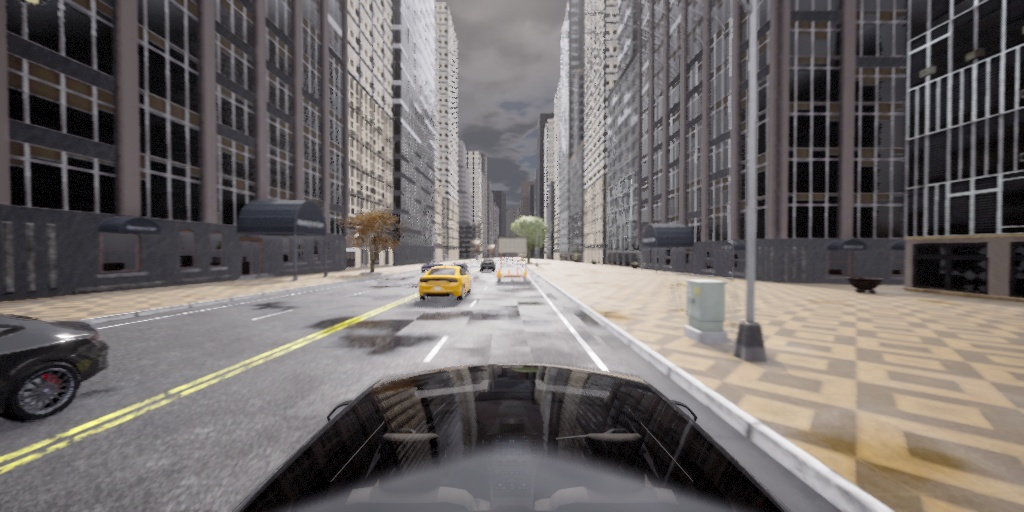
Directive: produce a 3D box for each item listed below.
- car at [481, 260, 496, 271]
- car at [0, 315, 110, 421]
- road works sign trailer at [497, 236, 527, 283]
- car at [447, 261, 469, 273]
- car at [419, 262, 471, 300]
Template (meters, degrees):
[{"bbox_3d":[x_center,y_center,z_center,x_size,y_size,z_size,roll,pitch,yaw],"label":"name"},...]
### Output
[{"bbox_3d":[-3.139,1.256,47.966,1.837,1.490,4.892,0,0,0],"label":"car"},{"bbox_3d":[-6.597,1.276,3.117,1.812,1.442,4.674,0,0,0],"label":"car"},{"bbox_3d":[0.024,0.215,28.337,2.380,3.560,2.880,0,0,1],"label":"road works sign trailer"},{"bbox_3d":[-6.562,1.352,43.957,1.895,1.301,4.718,0,0,0],"label":"car"},{"bbox_3d":[-3.147,1.228,17.598,1.882,1.535,5.008,0,0,0],"label":"car"}]
